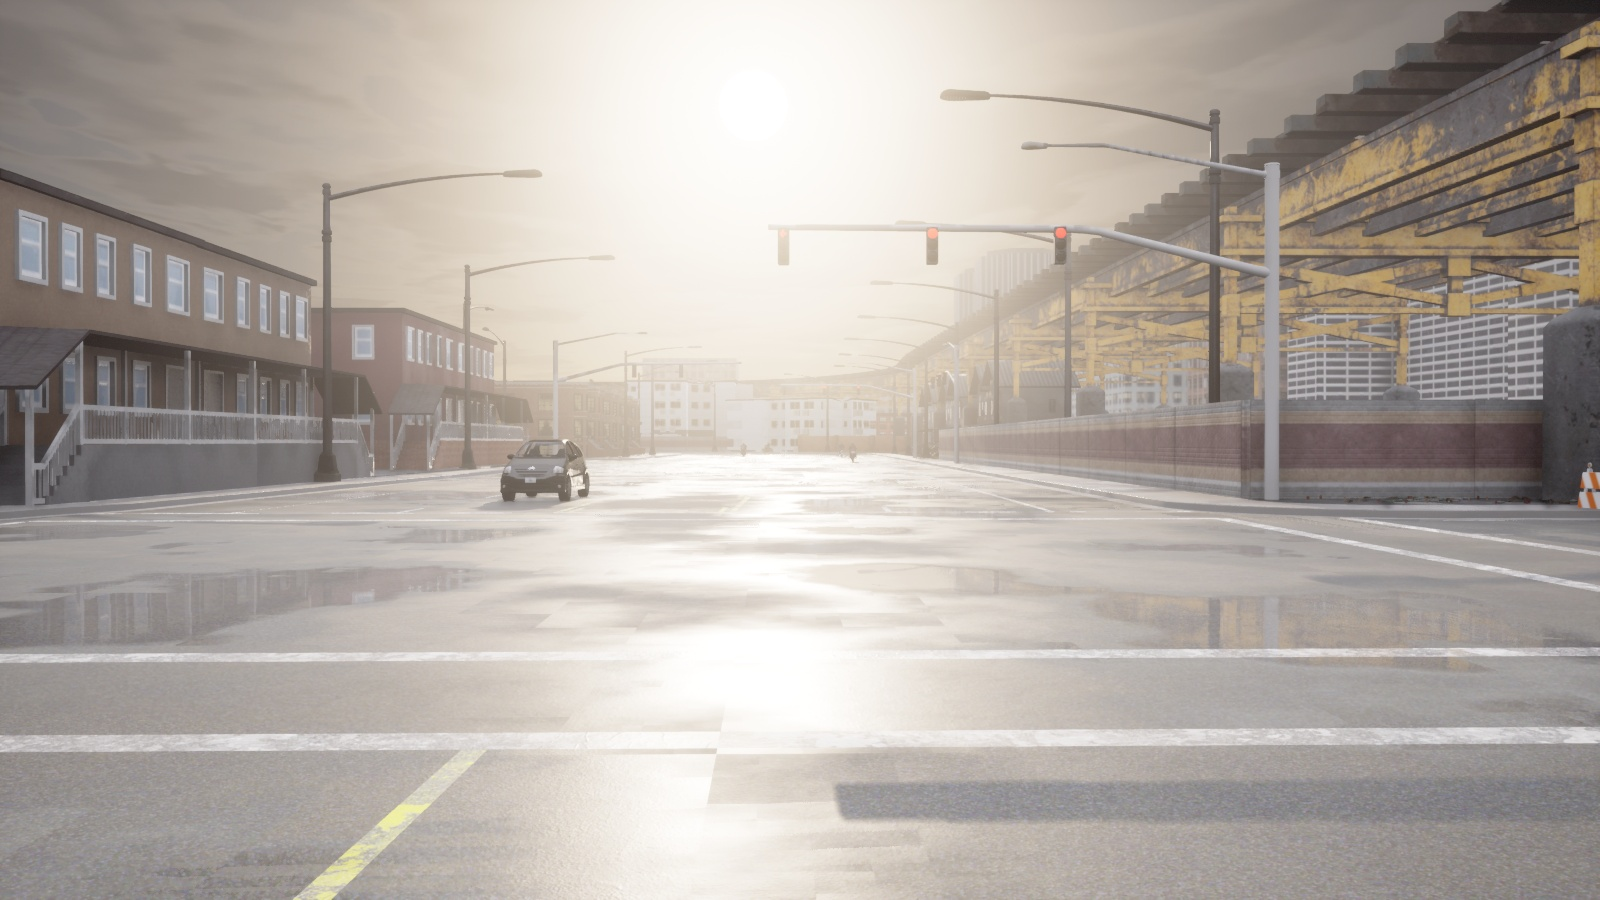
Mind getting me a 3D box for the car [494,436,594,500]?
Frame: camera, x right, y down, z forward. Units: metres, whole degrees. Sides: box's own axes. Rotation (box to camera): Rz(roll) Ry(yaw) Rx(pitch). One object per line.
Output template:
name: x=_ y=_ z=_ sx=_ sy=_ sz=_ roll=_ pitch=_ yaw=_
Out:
car: x=-6.792 y=0.449 z=33.720 sx=1.851 sy=1.617 sz=3.988 roll=0 pitch=0 yaw=0
